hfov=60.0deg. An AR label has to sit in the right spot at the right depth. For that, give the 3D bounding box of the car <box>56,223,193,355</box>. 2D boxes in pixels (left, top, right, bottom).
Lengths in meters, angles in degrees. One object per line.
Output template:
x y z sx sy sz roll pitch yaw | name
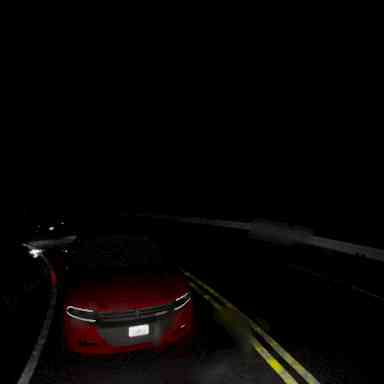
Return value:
-1.502 1.486 6.545 1.882 1.535 5.008 -1 0 -19 | car

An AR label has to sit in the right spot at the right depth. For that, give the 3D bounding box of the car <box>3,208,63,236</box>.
-8.850 1.659 18.373 4.892 1.490 1.837 -2 2 43 | car
